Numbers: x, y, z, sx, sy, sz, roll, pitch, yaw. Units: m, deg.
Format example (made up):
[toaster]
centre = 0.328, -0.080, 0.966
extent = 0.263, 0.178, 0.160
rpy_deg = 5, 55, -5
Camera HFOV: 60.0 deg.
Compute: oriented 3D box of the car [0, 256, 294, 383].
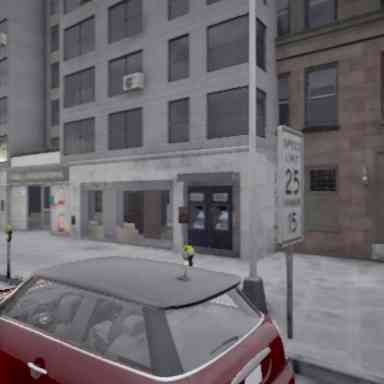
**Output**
[car]
centre = -1.115, 1.452, 3.644
extent = 4.097, 1.590, 1.967
rpy_deg = 0, 0, 36
